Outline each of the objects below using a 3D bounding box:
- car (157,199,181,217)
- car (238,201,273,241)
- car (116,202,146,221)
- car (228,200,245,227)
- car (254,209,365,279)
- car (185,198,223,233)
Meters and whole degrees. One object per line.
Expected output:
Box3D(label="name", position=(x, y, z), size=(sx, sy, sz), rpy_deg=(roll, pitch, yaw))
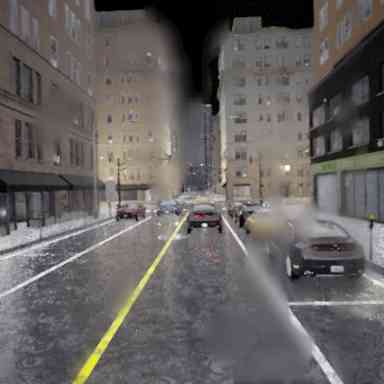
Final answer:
Box3D(label="car", position=(-1.989, 1.363, 29.653), size=(1.812, 1.442, 4.674), rpy_deg=(-1, 0, 2))
Box3D(label="car", position=(3.387, 1.331, 15.089), size=(1.752, 1.417, 4.829), rpy_deg=(-2, 0, 2))
Box3D(label="car", position=(-4.776, 1.477, 26.374), size=(1.887, 1.381, 4.507), rpy_deg=(-2, 0, 2))
Box3D(label="car", position=(3.572, 1.328, 20.503), size=(1.947, 1.339, 4.313), rpy_deg=(-2, 0, 2))
Box3D(label="car", position=(3.192, 1.403, 9.337), size=(2.008, 1.369, 4.403), rpy_deg=(-2, 0, 2))
Box3D(label="car", position=(0.708, 1.353, 18.759), size=(1.837, 1.490, 4.892), rpy_deg=(-1, 0, 2))
